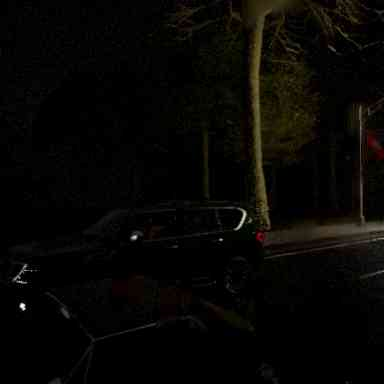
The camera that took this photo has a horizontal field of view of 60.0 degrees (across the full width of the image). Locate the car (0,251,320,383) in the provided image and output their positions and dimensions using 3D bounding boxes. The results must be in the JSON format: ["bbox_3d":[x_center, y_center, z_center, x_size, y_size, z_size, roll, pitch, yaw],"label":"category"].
[{"bbox_3d":[-0.990,1.601,2.975,4.718,1.301,1.895,0,0,-37],"label":"car"}]

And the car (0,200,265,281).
[{"bbox_3d":[-0.909,1.221,7.009,5.566,2.045,2.150,0,0,-35],"label":"car"}]
